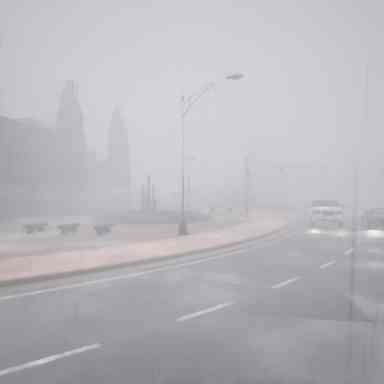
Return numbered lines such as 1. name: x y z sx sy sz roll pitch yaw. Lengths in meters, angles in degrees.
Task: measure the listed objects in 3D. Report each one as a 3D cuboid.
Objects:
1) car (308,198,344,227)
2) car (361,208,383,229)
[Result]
1. car: 10.150 1.456 25.369 2.150 2.045 5.566 0 -1 18
2. car: 12.849 1.764 22.668 1.994 1.385 4.181 0 -1 20
